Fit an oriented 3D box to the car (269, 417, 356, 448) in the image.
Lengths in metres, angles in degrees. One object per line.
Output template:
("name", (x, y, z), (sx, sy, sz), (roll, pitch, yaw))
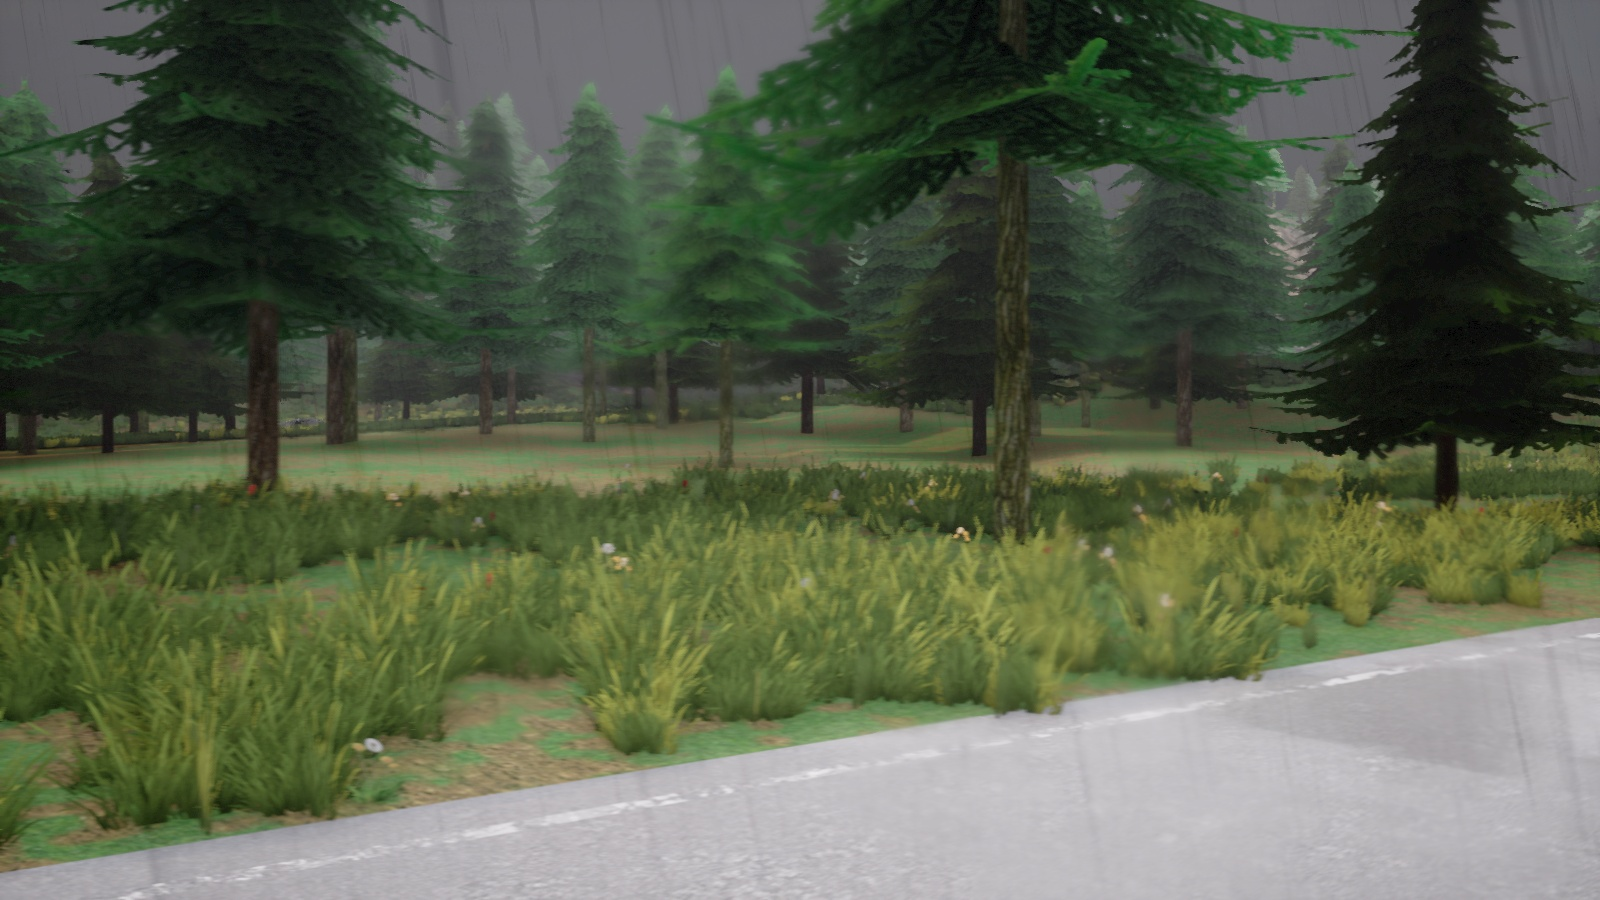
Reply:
("car", (-30.302, -1.097, 78.173), (4.892, 1.490, 1.837), (-6, 1, -20))
